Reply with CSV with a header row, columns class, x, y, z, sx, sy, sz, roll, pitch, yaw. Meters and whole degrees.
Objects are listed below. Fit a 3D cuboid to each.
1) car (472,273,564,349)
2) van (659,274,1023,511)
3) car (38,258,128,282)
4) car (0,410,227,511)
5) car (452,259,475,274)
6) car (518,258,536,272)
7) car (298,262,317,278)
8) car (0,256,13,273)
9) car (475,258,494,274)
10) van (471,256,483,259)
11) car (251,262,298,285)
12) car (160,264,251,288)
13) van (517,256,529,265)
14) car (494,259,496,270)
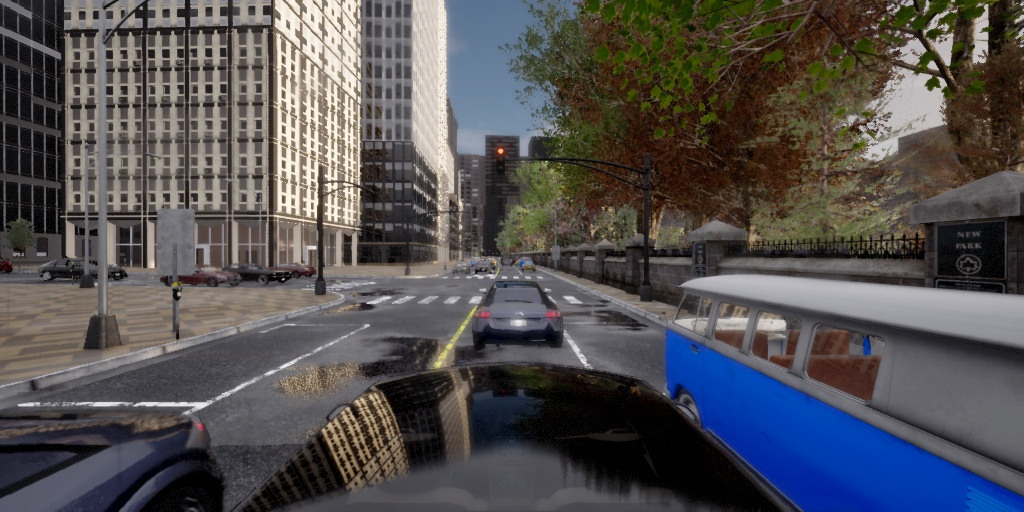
class,x,y,z,sx,sy,sz,roll,pitch,yaw
car,0.098,1.313,9.202,1.994,1.385,4.181,0,0,-1
van,2.568,1.091,2.622,1.690,1.789,3.998,0,0,0
car,-28.835,0.941,24.168,4.892,1.490,1.837,1,0,3
car,-2.861,1.314,0.591,1.994,1.385,4.181,0,0,0
car,-5.645,1.288,40.287,2.007,1.370,4.403,0,0,-1
car,2.114,1.260,46.341,1.751,1.417,4.829,0,0,-1
car,-18.095,1.127,29.080,4.207,1.307,1.802,0,0,4
car,-45.545,0.676,30.500,4.097,1.591,1.967,0,0,1
car,-3.230,1.242,40.862,1.837,1.490,4.892,0,0,-3
van,-6.332,1.063,62.462,1.690,1.789,3.998,0,0,-2
car,-17.028,1.174,23.422,4.718,1.301,1.895,1,0,4
car,-18.158,1.149,20.967,4.207,1.307,1.802,0,0,4
van,1.990,1.071,51.714,1.690,1.789,3.998,0,0,-1
car,-3.417,1.295,50.841,1.994,1.385,4.181,0,0,-2
